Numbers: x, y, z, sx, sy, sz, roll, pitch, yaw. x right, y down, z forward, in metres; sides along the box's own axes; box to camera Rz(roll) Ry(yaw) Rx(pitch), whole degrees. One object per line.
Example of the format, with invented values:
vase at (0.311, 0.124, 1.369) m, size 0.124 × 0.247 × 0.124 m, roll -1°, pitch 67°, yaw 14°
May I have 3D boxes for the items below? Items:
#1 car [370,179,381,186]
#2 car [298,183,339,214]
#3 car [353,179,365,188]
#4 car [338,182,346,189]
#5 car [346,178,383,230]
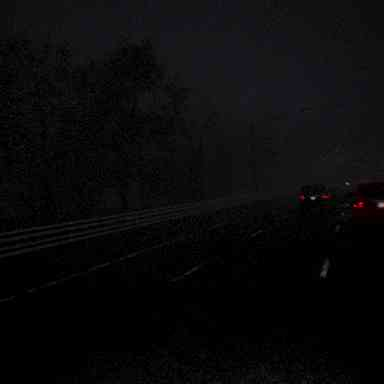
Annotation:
car at (43.923, -2.224, 79.615) m, size 1.837 × 1.490 × 4.892 m, roll -5°, pitch 0°, yaw 32°
car at (9.338, 0.409, 24.754) m, size 2.150 × 2.045 × 5.566 m, roll -5°, pitch 0°, yaw 27°
car at (40.910, -2.114, 81.398) m, size 2.097 × 1.767 × 4.553 m, roll -5°, pitch 0°, yaw 32°
car at (37.521, -1.661, 82.522) m, size 2.128 × 1.511 × 4.902 m, roll -5°, pitch 0°, yaw 32°
car at (8.469, 0.489, 15.180) m, size 2.150 × 2.045 × 5.566 m, roll -5°, pitch 0°, yaw 26°
